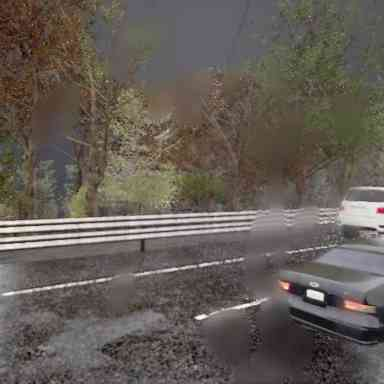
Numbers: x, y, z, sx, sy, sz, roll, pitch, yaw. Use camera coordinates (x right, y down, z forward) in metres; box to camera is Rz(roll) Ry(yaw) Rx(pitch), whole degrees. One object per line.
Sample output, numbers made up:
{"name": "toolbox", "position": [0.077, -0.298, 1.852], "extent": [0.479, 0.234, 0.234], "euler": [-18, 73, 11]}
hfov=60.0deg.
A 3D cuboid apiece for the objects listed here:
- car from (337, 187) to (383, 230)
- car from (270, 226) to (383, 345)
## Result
{"name": "car", "position": [8.331, 0.942, 13.674], "extent": [5.566, 2.045, 2.150], "euler": [4, -1, -34]}
{"name": "car", "position": [3.890, 1.583, 6.333], "extent": [5.357, 1.411, 2.033], "euler": [0, 0, -34]}
